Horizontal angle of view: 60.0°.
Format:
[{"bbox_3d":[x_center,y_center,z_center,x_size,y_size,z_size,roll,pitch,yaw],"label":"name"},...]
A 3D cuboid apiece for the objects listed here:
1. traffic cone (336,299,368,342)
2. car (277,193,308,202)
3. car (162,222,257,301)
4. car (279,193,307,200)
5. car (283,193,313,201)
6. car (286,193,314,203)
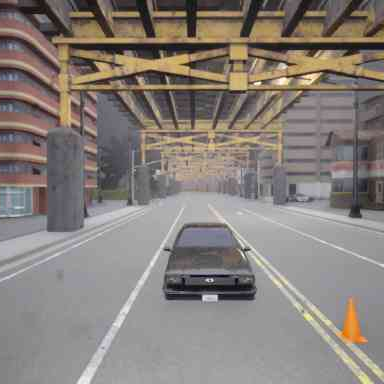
[{"bbox_3d":[2.454,1.949,5.118,0.340,0.580,0.340,0,0,0],"label":"traffic cone"},{"bbox_3d":[17.817,0.958,58.994,4.974,1.542,2.038,0,1,25],"label":"car"},{"bbox_3d":[0.362,1.533,8.725,2.033,1.411,5.357,0,0,1],"label":"car"},{"bbox_3d":[17.864,0.801,58.971,4.536,1.218,1.853,0,1,25],"label":"car"},{"bbox_3d":[17.517,0.848,54.853,4.536,1.218,1.853,0,1,-20],"label":"car"},{"bbox_3d":[17.469,1.006,54.837,4.974,1.542,2.038,0,1,-20],"label":"car"}]
